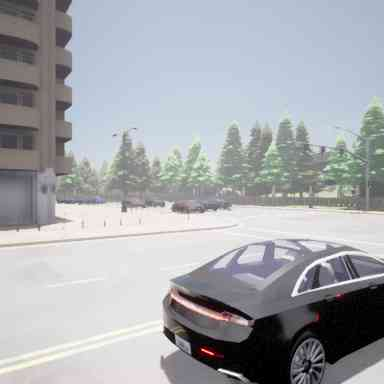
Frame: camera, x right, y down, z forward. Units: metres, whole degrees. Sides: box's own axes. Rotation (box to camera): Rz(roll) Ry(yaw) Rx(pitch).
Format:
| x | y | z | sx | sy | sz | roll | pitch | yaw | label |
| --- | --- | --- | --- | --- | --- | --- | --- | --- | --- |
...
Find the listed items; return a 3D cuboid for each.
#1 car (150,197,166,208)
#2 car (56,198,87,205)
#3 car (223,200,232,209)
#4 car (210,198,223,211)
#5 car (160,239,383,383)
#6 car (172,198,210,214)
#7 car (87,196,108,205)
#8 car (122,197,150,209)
| x | y | z | sx | sy | sz | roll | pitch | yaw | label |
| --- | --- | --- | --- | --- | --- | --- | --- | --- | --- |
| -5.614 | 1.450 | 48.158 | 1.837 | 1.490 | 4.892 | 0 | 0 | -38 | car |
| -20.901 | 1.597 | 56.973 | 4.718 | 1.301 | 1.895 | 0 | 0 | 25 | car |
| 2.845 | 1.492 | 42.940 | 2.033 | 1.411 | 5.357 | 0 | 0 | -34 | car |
| 1.063 | 1.545 | 38.971 | 1.895 | 1.301 | 4.718 | 0 | 0 | -35 | car |
| 1.880 | 1.492 | 5.129 | 4.902 | 1.511 | 2.128 | 0 | 0 | -35 | car |
| -0.405 | 1.508 | 34.929 | 1.994 | 1.385 | 4.181 | 0 | 0 | -35 | car |
| -16.937 | 1.470 | 58.654 | 4.674 | 1.442 | 1.812 | 0 | 0 | 31 | car |
| -7.982 | 1.471 | 45.595 | 1.812 | 1.442 | 4.674 | 0 | 0 | -37 | car |
